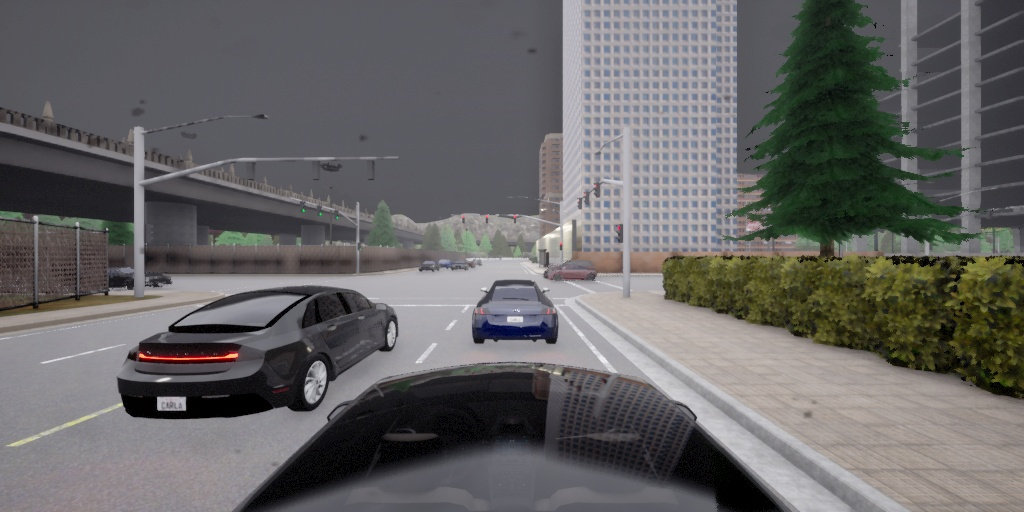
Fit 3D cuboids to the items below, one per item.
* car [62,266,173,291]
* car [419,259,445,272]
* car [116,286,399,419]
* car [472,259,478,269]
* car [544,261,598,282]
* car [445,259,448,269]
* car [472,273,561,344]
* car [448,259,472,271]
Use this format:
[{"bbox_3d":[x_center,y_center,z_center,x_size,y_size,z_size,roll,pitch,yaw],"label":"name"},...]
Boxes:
[{"bbox_3d":[-24.315,1.353,22.124,5.357,1.411,2.033,0,0,0],"label":"car"},{"bbox_3d":[-10.593,1.297,46.480,2.033,1.411,5.357,0,0,0],"label":"car"},{"bbox_3d":[-3.440,1.255,6.068,1.837,1.490,4.892,0,0,0],"label":"car"},{"bbox_3d":[-7.083,1.351,58.064,1.895,1.301,4.718,0,0,0],"label":"car"},{"bbox_3d":[4.647,1.356,28.939,4.181,1.385,1.994,1,0,-8],"label":"car"},{"bbox_3d":[-10.588,1.227,55.929,1.882,1.535,5.008,0,0,0],"label":"car"},{"bbox_3d":[0.079,1.314,9.611,1.994,1.385,4.181,0,0,0],"label":"car"},{"bbox_3d":[-7.085,1.314,49.232,1.994,1.385,4.181,0,0,0],"label":"car"}]
